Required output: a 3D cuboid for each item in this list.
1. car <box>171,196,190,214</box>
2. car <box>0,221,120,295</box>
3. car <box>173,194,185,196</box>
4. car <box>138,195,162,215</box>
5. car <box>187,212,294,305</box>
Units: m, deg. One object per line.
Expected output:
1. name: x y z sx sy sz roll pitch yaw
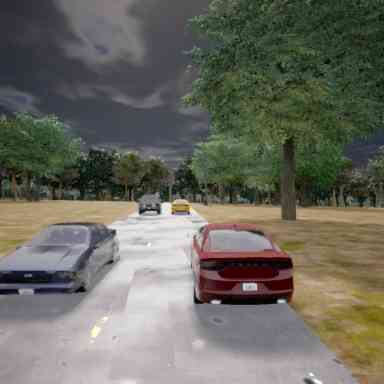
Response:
1. car: -1.248 1.549 35.886 1.882 1.535 5.008 0 0 -3
2. car: -3.270 1.547 9.101 2.033 1.411 5.357 0 0 -2
3. car: -1.775 1.357 46.394 2.150 2.045 5.566 0 0 -3
4. car: -4.296 1.285 34.817 2.150 2.045 5.566 0 0 -3
5. car: 0.933 1.477 8.187 1.882 1.535 5.008 0 0 -1
